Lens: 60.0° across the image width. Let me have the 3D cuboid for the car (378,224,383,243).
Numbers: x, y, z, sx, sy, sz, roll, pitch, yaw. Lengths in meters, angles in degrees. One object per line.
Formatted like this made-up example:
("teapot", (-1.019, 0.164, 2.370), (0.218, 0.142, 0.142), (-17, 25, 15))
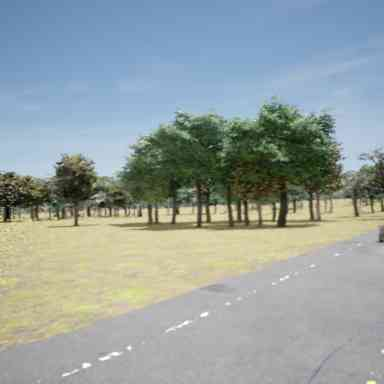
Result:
("car", (13.960, 2.607, 22.607), (2.128, 1.511, 4.902), (-3, -4, 37))
